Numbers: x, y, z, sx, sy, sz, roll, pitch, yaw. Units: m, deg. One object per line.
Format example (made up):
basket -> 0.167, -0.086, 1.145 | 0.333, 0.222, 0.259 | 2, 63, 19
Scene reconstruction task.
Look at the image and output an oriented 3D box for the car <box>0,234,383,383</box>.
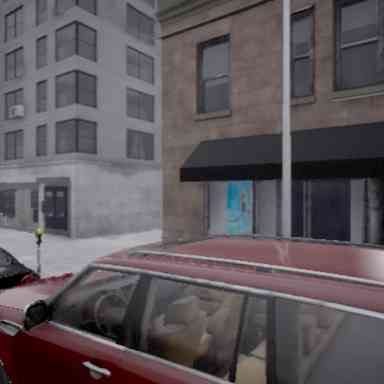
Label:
car -> 0.028, 1.315, 2.829 | 5.009, 1.841, 2.192 | 0, 0, 35
